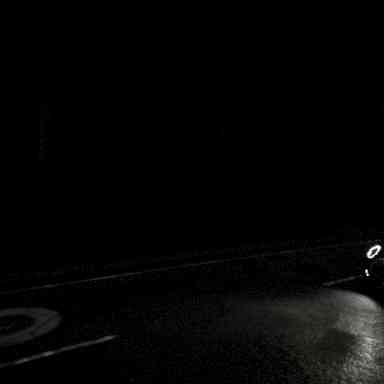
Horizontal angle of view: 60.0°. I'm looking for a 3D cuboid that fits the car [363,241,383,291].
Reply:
[{"bbox_3d":[6.092,1.344,7.756,4.553,1.767,2.097,0,0,-31],"label":"car"}]
